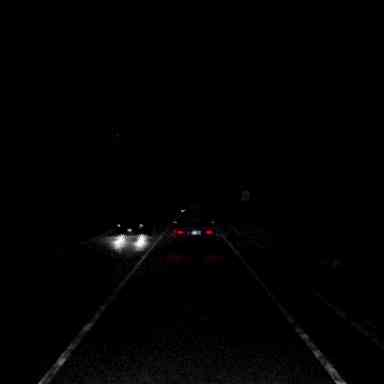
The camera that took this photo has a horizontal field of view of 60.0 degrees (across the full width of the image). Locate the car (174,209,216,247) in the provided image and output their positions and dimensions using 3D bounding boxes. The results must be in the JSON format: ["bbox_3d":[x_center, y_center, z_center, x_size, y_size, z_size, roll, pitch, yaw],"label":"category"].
[{"bbox_3d":[0.114,1.748,15.894,2.033,1.411,5.357,0,-1,0],"label":"car"}]

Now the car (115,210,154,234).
[{"bbox_3d":[-3.579,1.864,21.764,2.033,1.411,5.357,0,-1,0],"label":"car"}]

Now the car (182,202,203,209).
[{"bbox_3d":[0.244,2.108,37.441,1.882,1.535,5.008,0,-1,1],"label":"car"}]
